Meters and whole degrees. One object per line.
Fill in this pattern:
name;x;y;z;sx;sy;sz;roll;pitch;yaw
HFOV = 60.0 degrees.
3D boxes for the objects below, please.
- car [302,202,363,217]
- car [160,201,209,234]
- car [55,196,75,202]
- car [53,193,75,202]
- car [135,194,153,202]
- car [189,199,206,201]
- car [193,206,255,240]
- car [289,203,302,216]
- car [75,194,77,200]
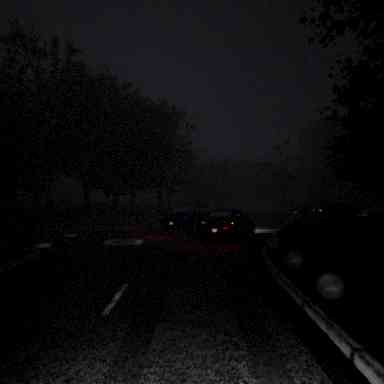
car;13.468;1.673;31.332;5.357;1.411;2.033;-1;0;-22
car;-0.056;1.529;19.849;1.882;1.535;5.008;-1;-1;25
car;-33.824;1.892;88.634;4.674;1.452;2.002;0;0;-15
car;-32.381;1.735;83.307;4.553;1.767;2.185;0;0;-15
car;-12.490;1.963;86.677;4.792;1.488;2.163;0;0;-15
car;0.517;1.850;53.887;4.892;1.490;1.837;0;0;37
car;1.904;1.556;17.088;1.812;1.442;4.674;-1;-1;22
car;12.417;1.757;34.160;4.718;1.301;1.895;-1;0;-24
car;-33.125;1.859;85.968;5.008;1.535;2.097;0;0;-15
